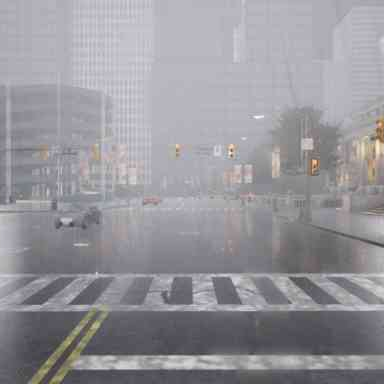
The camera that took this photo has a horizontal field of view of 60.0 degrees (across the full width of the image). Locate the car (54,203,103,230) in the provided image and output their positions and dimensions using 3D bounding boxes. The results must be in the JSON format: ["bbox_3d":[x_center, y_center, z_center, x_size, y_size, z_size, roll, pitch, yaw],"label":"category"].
[{"bbox_3d":[-7.059,1.491,21.113,2.128,1.511,4.902,0,0,0],"label":"car"}]

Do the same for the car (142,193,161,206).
[{"bbox_3d":[-6.993,1.221,56.196,2.150,2.045,5.566,0,0,0],"label":"car"}]

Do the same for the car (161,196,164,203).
[{"bbox_3d":[-6.958,1.492,68.466,2.128,1.511,4.902,0,0,1],"label":"car"}]
